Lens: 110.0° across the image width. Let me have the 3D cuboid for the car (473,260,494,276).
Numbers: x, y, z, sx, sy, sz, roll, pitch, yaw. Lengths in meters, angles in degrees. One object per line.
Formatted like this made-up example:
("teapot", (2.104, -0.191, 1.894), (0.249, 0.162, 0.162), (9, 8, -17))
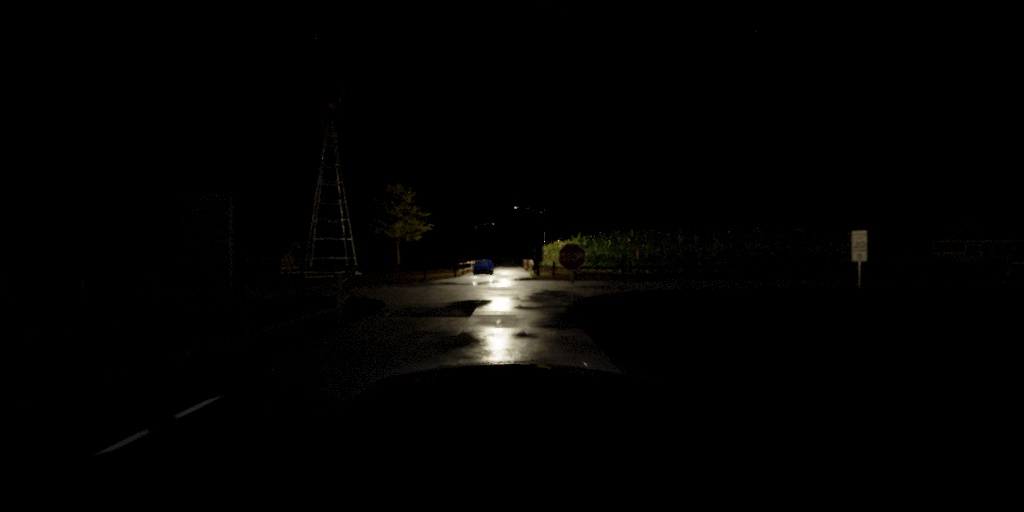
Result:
("car", (-2.771, 1.160, 35.695), (1.882, 1.535, 5.008), (0, 1, 0))
